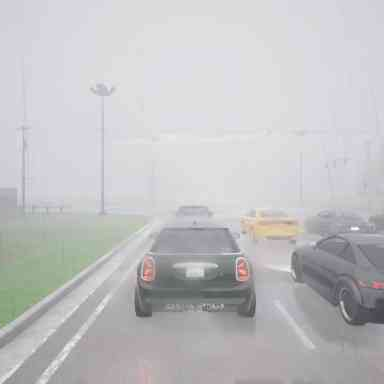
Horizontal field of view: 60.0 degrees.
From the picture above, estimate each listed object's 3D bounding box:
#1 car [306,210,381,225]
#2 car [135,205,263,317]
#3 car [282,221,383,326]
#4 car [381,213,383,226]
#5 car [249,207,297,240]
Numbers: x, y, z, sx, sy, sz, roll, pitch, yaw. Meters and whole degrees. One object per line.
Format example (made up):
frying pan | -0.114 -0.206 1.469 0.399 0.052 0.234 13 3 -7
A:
car | 7.085 1.564 16.460 1.994 1.385 4.181 0 0 0
car | 0.064 1.352 7.606 2.097 1.767 4.553 0 0 0
car | 3.565 1.564 7.075 1.994 1.385 4.181 0 0 0
car | 10.586 1.492 16.411 2.128 1.511 4.902 0 0 0
car | 3.586 1.478 16.036 1.882 1.535 5.008 0 0 0
